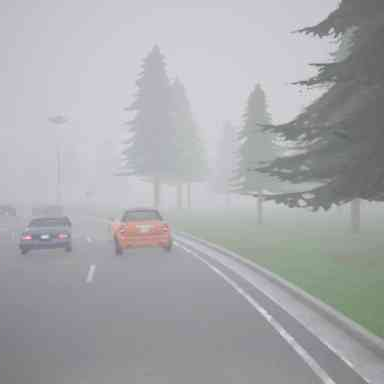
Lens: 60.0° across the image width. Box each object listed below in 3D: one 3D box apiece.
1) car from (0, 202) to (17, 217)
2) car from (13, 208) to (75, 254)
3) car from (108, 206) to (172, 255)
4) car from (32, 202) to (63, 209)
[{"bbox_3d":[-18.917,1.814,33.093,1.837,1.490,4.892,0,0,-41],"label":"car"},{"bbox_3d":[-6.042,1.652,14.164,2.033,1.411,5.357,-1,0,-19],"label":"car"},{"bbox_3d":[-2.331,1.406,14.010,2.097,1.767,4.553,-1,0,-17],"label":"car"},{"bbox_3d":[-14.782,1.733,33.866,1.882,1.535,5.008,-1,0,-42],"label":"car"}]
